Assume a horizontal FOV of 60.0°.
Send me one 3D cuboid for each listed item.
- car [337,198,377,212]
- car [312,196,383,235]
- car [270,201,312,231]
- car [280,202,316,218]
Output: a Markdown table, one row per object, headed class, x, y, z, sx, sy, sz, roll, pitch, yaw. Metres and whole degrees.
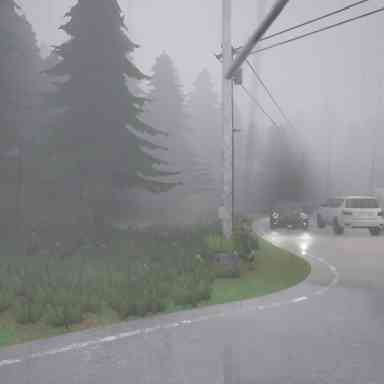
| class | x | y | z | sx | sy | sz | roll | pitch | yaw |
| --- | --- | --- | --- | --- | --- | --- | --- | --- | --- |
| car | 20.171 | 1.516 | 40.542 | 4.902 | 1.511 | 2.128 | 0 | 0 | -32 |
| car | 8.888 | 1.248 | 19.176 | 2.150 | 2.045 | 5.566 | 0 | 0 | 6 |
| car | 6.045 | 1.379 | 21.106 | 2.097 | 1.767 | 4.553 | 0 | 0 | 12 |
| car | 10.157 | 1.628 | 31.639 | 1.895 | 1.301 | 4.718 | 0 | 0 | 35 |
